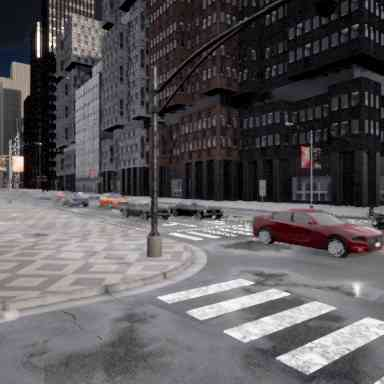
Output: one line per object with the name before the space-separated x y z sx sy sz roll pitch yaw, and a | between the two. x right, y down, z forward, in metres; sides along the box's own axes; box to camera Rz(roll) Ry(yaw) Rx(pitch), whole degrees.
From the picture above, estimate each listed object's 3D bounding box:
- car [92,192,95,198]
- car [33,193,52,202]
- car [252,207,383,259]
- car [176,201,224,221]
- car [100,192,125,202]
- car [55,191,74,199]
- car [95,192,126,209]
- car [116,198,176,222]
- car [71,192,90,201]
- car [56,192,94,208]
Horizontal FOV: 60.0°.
car | -19.062 0.712 62.506 1.895 1.301 4.718 0 1 -36
car | -23.013 0.746 51.139 1.895 1.301 4.718 0 1 -36
car | 4.528 1.395 12.733 1.882 1.535 5.008 0 1 -36
car | 0.202 1.345 24.302 1.895 1.301 4.718 0 1 -36
car | -12.991 0.763 54.077 2.128 1.511 4.902 0 1 -36
car | -25.076 0.571 65.293 2.033 1.411 5.357 0 1 -36
car | -8.465 0.886 36.342 2.097 1.767 4.553 0 1 -36
car | -3.376 1.327 23.709 1.895 1.301 4.718 0 1 -36
car | -19.268 0.706 57.234 1.812 1.442 4.674 0 1 -35
car | -13.275 1.032 37.463 2.033 1.411 5.357 0 1 -36
